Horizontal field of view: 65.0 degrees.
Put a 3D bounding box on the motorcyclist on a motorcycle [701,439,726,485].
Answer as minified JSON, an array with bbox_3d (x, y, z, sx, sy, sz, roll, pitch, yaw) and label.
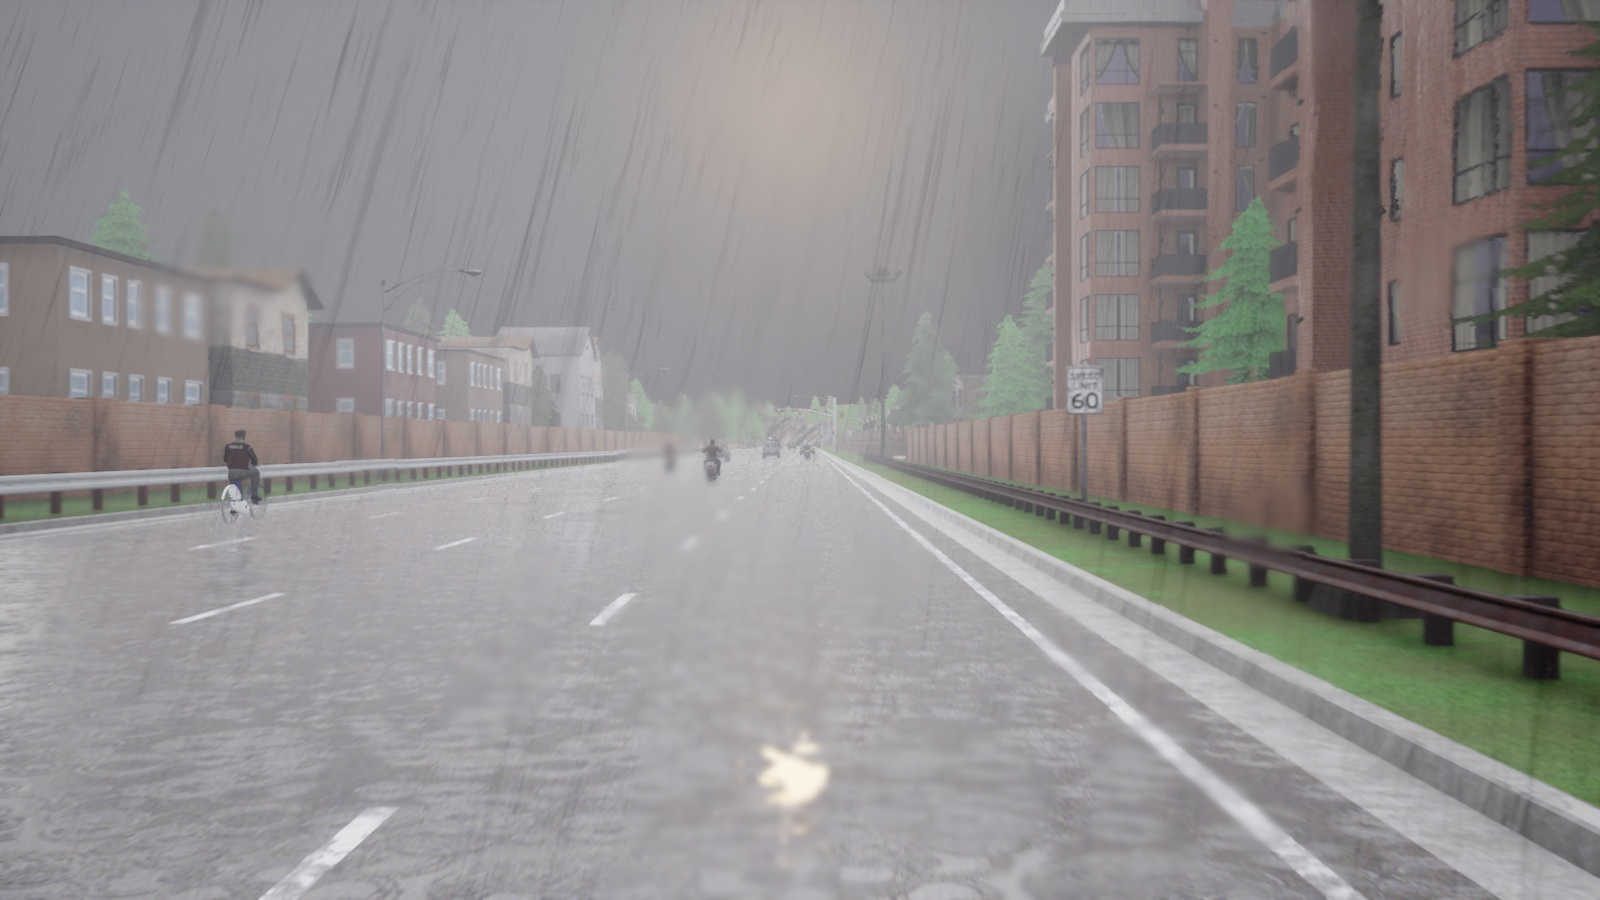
[{"bbox_3d":[-3.219,0.431,46.911,0.766,1.649,2.350,0,0,0],"label":"motorcyclist on a motorcycle"}]

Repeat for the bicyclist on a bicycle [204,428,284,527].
[{"bbox_3d":[-10.352,0.477,23.434,0.659,1.776,1.843,0,1,0],"label":"bicyclist on a bicycle"}]
